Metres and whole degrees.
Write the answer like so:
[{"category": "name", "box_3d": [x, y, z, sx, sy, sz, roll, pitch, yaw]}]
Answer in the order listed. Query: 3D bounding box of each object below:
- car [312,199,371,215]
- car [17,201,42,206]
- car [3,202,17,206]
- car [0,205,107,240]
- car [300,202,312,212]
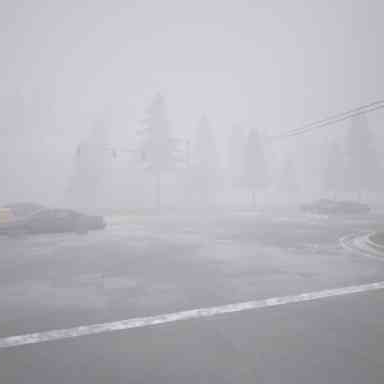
[{"category": "car", "box_3d": [15.158, 1.547, 33.265, 5.357, 1.411, 2.033, 0, 0, -17]}, {"category": "car", "box_3d": [-13.498, 1.505, 25.590, 4.892, 1.490, 1.837, 0, 0, -27]}, {"category": "car", "box_3d": [-14.227, 1.477, 21.270, 5.008, 1.535, 1.882, 0, 0, -28]}, {"category": "car", "box_3d": [-7.194, 1.547, 17.069, 5.357, 1.411, 2.033, 0, 0, -26]}, {"category": "car", "box_3d": [14.294, 1.478, 36.652, 5.008, 1.535, 1.882, 0, 0, -17]}]
